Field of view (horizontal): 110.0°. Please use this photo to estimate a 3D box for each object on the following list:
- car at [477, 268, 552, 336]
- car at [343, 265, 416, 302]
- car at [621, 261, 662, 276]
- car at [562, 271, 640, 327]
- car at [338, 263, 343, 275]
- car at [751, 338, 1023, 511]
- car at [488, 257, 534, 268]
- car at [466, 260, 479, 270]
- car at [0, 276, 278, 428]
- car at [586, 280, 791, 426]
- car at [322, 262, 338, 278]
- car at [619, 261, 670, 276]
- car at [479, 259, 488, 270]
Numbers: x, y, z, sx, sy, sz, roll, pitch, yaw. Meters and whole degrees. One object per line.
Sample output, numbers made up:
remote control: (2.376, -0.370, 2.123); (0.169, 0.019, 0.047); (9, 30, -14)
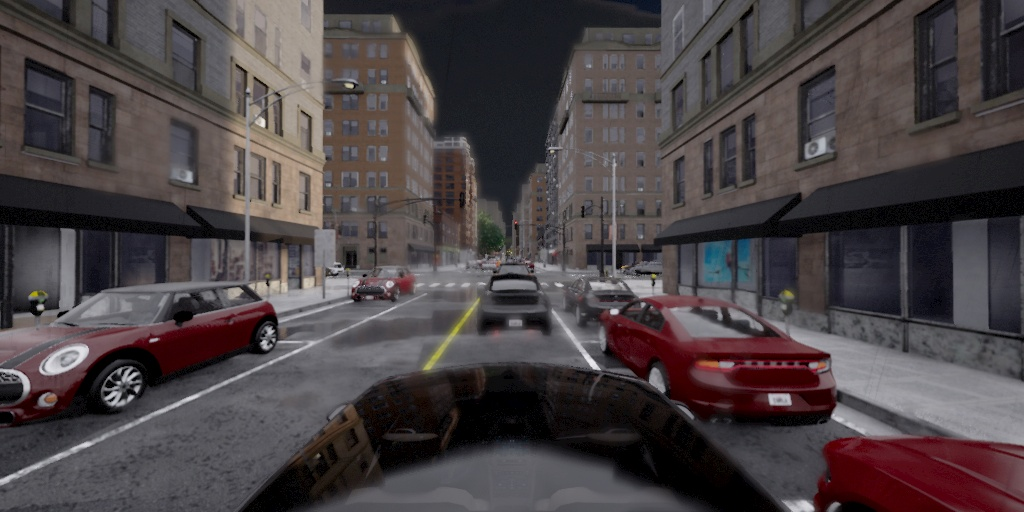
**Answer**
car: (0.037, 1.258, 10.440); (1.837, 1.490, 4.892); (0, 0, -1)
car: (-5.875, 1.196, 16.773); (1.967, 1.591, 4.097); (0, 0, 0)
car: (13.689, 1.336, 36.408); (4.902, 1.511, 2.128); (0, 0, 0)
car: (2.658, 1.304, 11.295); (2.007, 1.370, 4.403); (0, 0, 0)
car: (-18.449, 0.897, 32.761); (5.566, 2.045, 2.150); (0, 0, -1)
car: (2.672, 1.294, 0.312); (1.888, 1.381, 4.507); (0, 0, 0)
car: (0.077, 1.109, 18.127); (2.097, 1.767, 4.553); (0, 0, 0)
car: (-6.052, 1.350, 55.134); (2.007, 1.370, 4.403); (0, 0, -1)
car: (-5.862, 1.191, 5.787); (1.967, 1.591, 4.097); (0, 0, 0)
car: (2.665, 1.296, 5.804); (1.888, 1.381, 4.507); (0, 0, 0)
car: (-17.548, 1.130, 29.521); (5.008, 1.535, 1.882); (0, 0, -2)
car: (14.613, 1.352, 39.692); (5.008, 1.535, 1.882); (1, 0, 0)
car: (-3.256, 1.393, 51.156); (1.895, 1.301, 4.718); (0, 0, 0)
